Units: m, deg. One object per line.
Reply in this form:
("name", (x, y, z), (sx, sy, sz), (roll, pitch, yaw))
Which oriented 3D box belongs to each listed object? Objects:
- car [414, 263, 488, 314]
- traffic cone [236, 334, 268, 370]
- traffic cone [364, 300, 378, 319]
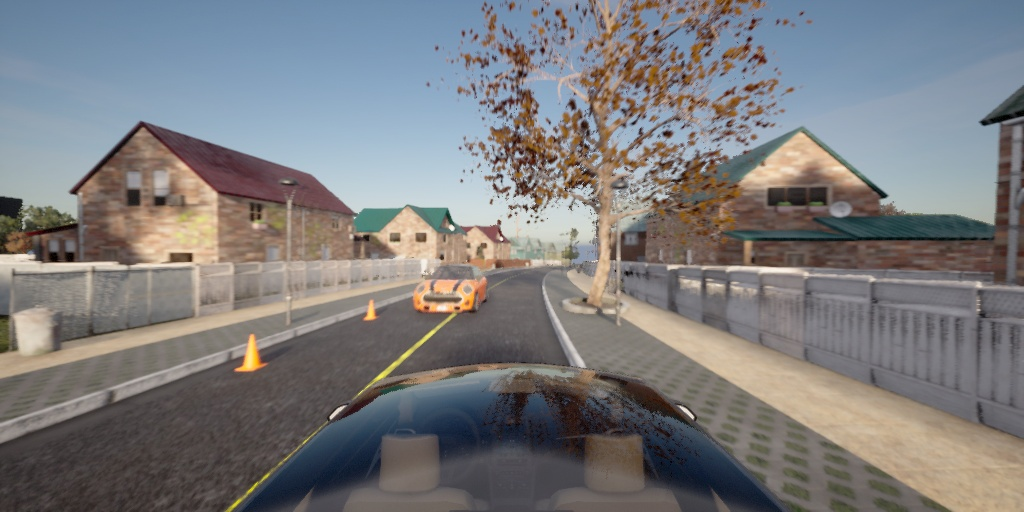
("car", (-2.160, 1.100, 13.835), (2.097, 1.767, 4.553), (0, 0, 3))
("traffic cone", (-4.615, 1.682, 6.372), (0.340, 0.580, 0.340), (0, 0, 1))
("traffic cone", (-4.479, 1.686, 11.419), (0.340, 0.580, 0.340), (0, 0, 2))
